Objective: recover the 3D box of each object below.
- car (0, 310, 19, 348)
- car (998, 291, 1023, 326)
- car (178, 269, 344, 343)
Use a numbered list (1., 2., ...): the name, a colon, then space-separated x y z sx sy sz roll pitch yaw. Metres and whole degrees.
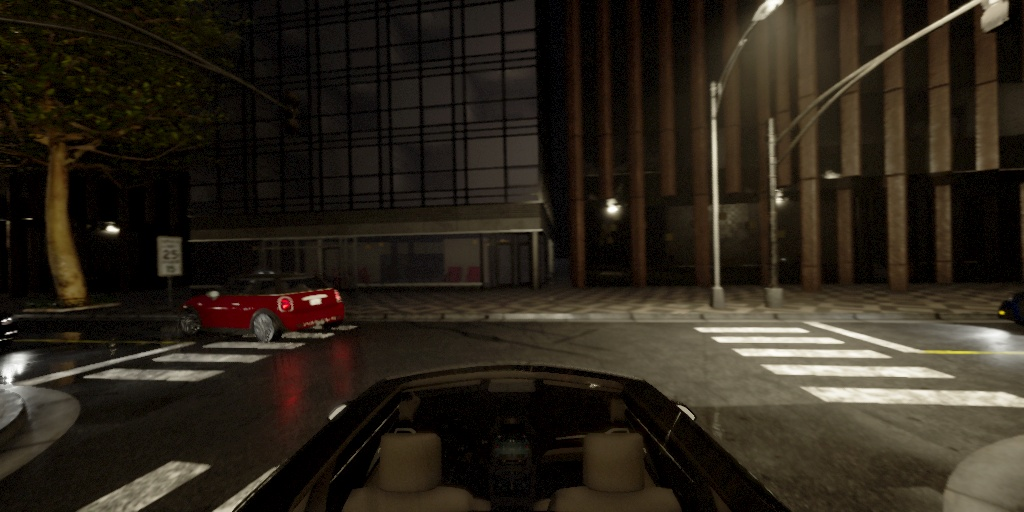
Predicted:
1. car: -14.600 1.619 8.501 4.902 1.511 2.128 -1 0 8
2. car: 13.536 0.991 7.569 4.181 1.385 1.994 -1 0 8
3. car: -7.176 1.286 10.257 4.553 1.767 2.097 -2 0 21
